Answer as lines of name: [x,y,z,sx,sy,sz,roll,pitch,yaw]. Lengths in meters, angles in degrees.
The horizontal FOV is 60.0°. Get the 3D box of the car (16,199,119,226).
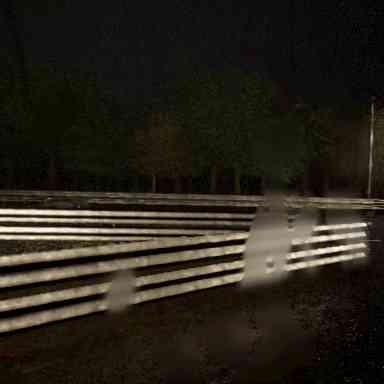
car: [-5.321,1.008,14.547,4.181,1.385,1.994,1,1,-5]
